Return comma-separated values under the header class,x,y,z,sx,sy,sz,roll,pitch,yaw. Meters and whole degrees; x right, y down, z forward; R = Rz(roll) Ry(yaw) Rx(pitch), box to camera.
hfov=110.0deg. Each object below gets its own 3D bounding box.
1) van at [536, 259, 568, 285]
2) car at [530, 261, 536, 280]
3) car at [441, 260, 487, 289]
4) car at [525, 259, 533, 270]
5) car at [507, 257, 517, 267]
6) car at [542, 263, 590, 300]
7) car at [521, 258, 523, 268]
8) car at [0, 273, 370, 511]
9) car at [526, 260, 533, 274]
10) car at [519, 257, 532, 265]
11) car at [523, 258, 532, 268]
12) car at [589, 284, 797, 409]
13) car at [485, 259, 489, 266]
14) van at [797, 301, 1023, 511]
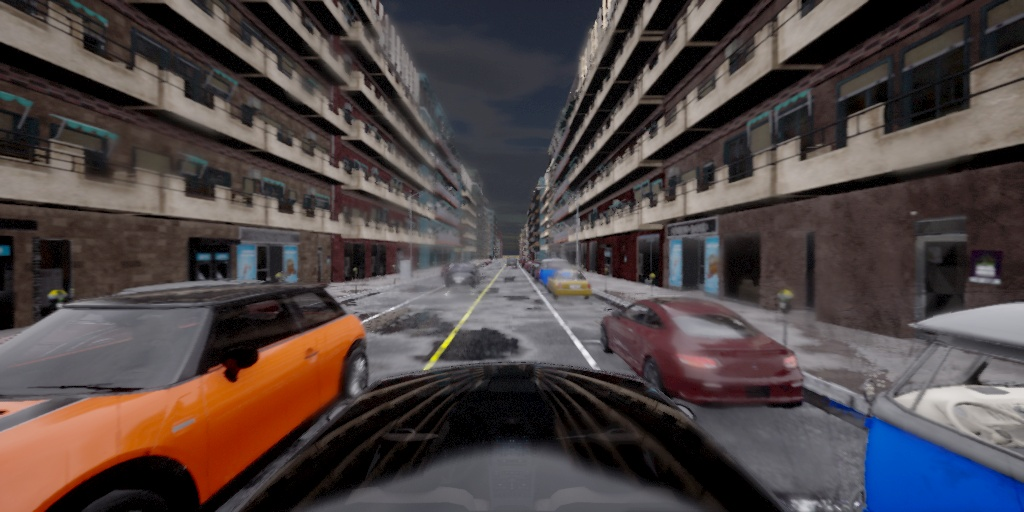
class,x,y,z,sx,sy,sz,roll,pitch,yaw
van,2.688,1.077,23.040,1.690,1.789,3.998,0,0,0
car,2.688,1.316,28.725,1.802,1.307,4.207,0,0,0
car,-3.069,1.229,23.178,2.128,1.511,4.902,0,0,0
car,2.687,1.316,40.094,1.802,1.307,4.207,0,0,0
car,-0.004,1.236,65.303,2.128,1.511,4.902,0,0,0
car,2.688,1.264,17.525,1.751,1.417,4.829,0,0,0
car,2.686,1.319,51.464,1.802,1.307,4.207,0,0,0
car,-3.090,1.101,3.225,2.097,1.767,4.553,0,0,0
car,2.688,1.299,34.409,1.948,1.339,4.313,0,0,0
car,2.685,1.057,62.832,2.192,1.841,5.009,0,0,0
car,2.686,1.280,45.779,1.888,1.381,4.507,0,0,0
car,2.689,1.328,5.985,1.802,1.307,4.207,0,0,0
car,-5.695,1.292,62.836,2.007,1.370,4.403,0,0,0
van,2.691,1.092,0.301,1.690,1.789,3.998,0,0,0
